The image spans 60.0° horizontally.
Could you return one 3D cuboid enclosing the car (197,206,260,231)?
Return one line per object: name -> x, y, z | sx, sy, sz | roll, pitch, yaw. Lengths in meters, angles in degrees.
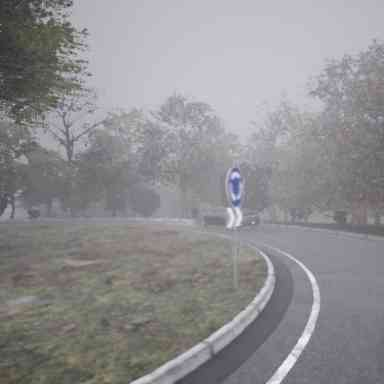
car -> 2.281, 1.698, 22.288 | 2.128, 1.511, 4.902 | 0, -1, -37
